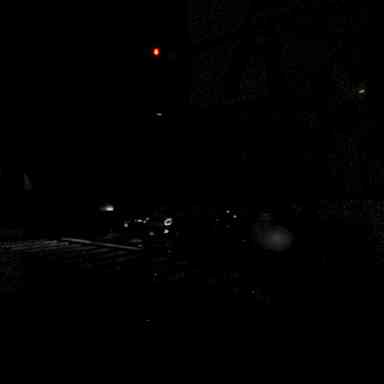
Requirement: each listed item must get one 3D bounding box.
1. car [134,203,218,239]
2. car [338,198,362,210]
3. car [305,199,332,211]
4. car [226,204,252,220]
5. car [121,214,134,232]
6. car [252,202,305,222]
[{"bbox_3d":[-0.555,1.448,17.942,2.097,1.767,4.553,-1,-1,40],"label":"car"},{"bbox_3d":[20.174,1.515,42.398,2.128,1.511,4.902,-1,-1,41],"label":"car"},{"bbox_3d":[16.327,1.635,42.906,2.033,1.411,5.357,-1,-1,41],"label":"car"},{"bbox_3d":[5.008,1.731,29.586,1.895,1.301,4.718,-1,-1,40],"label":"car"},{"bbox_3d":[-2.260,1.645,21.012,2.128,1.511,4.902,-1,-1,39],"label":"car"},{"bbox_3d":[7.183,1.577,27.129,1.837,1.490,4.892,-1,-1,40],"label":"car"}]
